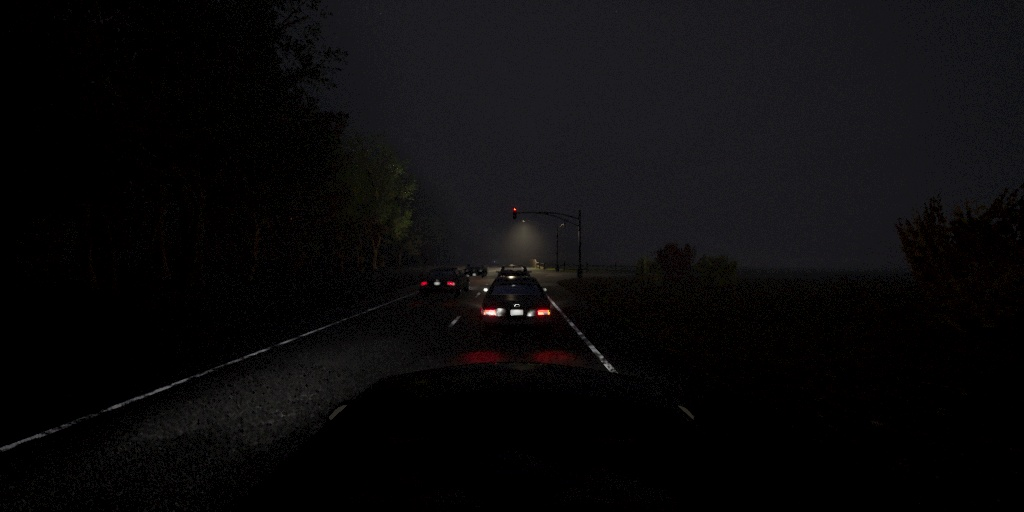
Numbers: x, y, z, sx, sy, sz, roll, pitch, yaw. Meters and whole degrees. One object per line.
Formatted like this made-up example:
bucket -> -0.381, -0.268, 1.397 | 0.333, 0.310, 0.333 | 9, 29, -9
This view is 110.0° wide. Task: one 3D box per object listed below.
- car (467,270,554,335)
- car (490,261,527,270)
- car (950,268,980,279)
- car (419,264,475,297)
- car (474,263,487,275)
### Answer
car -> 0.101, 1.300, 10.470 | 2.033, 1.411, 5.357 | 0, 0, 0
car -> 0.103, 1.246, 20.219 | 2.128, 1.511, 4.902 | 0, 0, 0
car -> 50.203, 1.896, 38.862 | 4.718, 1.301, 1.895 | 1, -1, 0
car -> -3.389, 1.301, 18.765 | 2.033, 1.411, 5.357 | 0, 0, 0
car -> -3.403, 1.357, 34.528 | 1.895, 1.301, 4.718 | 0, 0, 0
